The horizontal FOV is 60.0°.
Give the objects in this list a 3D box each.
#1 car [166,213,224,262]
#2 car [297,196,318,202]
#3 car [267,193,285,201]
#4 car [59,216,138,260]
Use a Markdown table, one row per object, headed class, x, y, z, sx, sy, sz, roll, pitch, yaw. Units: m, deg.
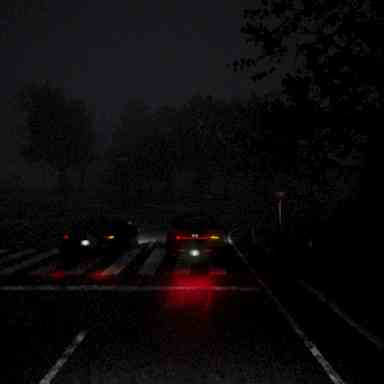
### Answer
| class | x | y | z | sx | sy | sz | roll | pitch | yaw |
| --- | --- | --- | --- | --- | --- | --- | --- | --- | --- |
| car | 0.114 | 1.532 | 12.200 | 1.837 | 1.490 | 4.892 | 0 | 0 | 1 |
| car | 20.639 | 1.060 | 59.823 | 1.994 | 1.385 | 4.181 | 0 | 2 | -15 |
| car | 16.043 | 0.926 | 63.511 | 1.812 | 1.442 | 4.674 | -1 | 2 | -23 |
| car | -3.329 | 1.590 | 12.589 | 1.994 | 1.385 | 4.181 | 0 | 0 | 2 |
